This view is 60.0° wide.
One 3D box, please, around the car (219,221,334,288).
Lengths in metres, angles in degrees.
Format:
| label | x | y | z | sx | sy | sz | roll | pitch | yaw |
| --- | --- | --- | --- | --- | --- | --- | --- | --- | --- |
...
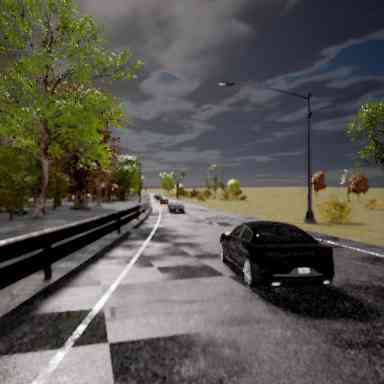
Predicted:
| label | x | y | z | sx | sy | sz | roll | pitch | yaw |
| --- | --- | --- | --- | --- | --- | --- | --- | --- | --- |
| car | 2.101 | 1.576 | 9.624 | 1.882 | 1.535 | 5.008 | 0 | -1 | -7 |

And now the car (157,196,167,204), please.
| label | x | y | z | sx | sy | sz | roll | pitch | yaw |
| --- | --- | --- | --- | --- | --- | --- | --- | --- | --- |
| car | -6.184 | 2.098 | 74.982 | 1.994 | 1.385 | 4.181 | 0 | 0 | -7 |

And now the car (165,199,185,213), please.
| label | x | y | z | sx | sy | sz | roll | pitch | yaw |
| --- | --- | --- | --- | --- | --- | --- | --- | --- | --- |
| car | -2.095 | 1.930 | 42.703 | 1.895 | 1.301 | 4.718 | 0 | 0 | -7 |
